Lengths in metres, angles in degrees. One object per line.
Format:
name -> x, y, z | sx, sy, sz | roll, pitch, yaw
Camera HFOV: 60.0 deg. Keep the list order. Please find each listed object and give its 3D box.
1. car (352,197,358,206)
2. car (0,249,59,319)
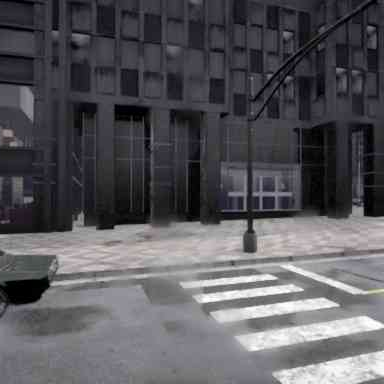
car -> 22.550, 1.314, 49.221 | 1.994, 1.385, 4.181 | 0, -1, -16
car -> -5.080, 1.662, 6.189 | 4.718, 1.301, 1.895 | -1, 0, -17
